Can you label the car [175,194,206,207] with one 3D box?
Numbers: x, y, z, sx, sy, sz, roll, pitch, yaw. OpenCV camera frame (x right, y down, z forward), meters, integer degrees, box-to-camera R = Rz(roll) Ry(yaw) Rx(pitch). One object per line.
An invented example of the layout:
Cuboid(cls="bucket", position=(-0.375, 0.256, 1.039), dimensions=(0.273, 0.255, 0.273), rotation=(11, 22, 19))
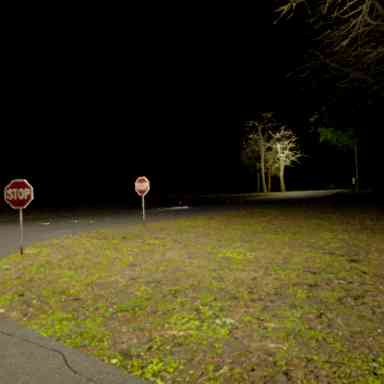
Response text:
Cuboid(cls="car", position=(-0.202, 0.991, 38.556), dimensions=(1.994, 1.385, 4.181), rotation=(-3, 0, 34))
